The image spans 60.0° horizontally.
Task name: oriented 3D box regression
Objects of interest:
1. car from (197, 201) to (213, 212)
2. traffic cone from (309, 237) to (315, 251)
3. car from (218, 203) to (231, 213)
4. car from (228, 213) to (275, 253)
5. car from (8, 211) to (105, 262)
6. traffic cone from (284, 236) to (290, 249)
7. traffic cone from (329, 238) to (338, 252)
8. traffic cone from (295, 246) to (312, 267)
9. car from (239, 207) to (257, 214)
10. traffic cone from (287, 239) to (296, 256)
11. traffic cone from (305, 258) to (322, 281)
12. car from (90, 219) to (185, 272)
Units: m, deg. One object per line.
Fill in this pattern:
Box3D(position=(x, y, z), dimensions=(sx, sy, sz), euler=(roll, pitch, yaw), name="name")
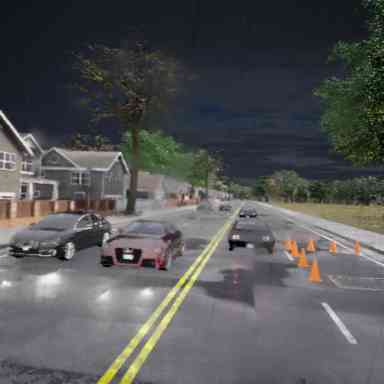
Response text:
Box3D(position=(2.067, 2.160, 52.986), dimensions=(2.097, 1.767, 4.553), euler=(2, -1, 10), name="car")
Box3D(position=(5.481, 2.375, 15.321), dimensions=(0.340, 0.580, 0.340), euler=(2, -1, 9), name="traffic cone")
Box3D(position=(5.162, 2.458, 51.846), dimensions=(2.033, 1.411, 5.357), euler=(2, -1, 10), name="car")
Box3D(position=(2.715, 1.915, 15.473), dimensions=(1.895, 1.301, 4.718), euler=(2, -1, 9), name="car")
Box3D(position=(-4.578, 1.495, 12.328), dimensions=(1.837, 1.490, 4.892), euler=(2, -1, 9), name="car")
Box3D(position=(4.495, 2.339, 15.482), dimensions=(0.340, 0.580, 0.340), euler=(2, -1, 9), name="traffic cone")
Box3D(position=(6.468, 2.411, 15.160), dimensions=(0.340, 0.580, 0.340), euler=(2, -1, 9), name="traffic cone")
Box3D(position=(3.854, 2.260, 11.534), dimensions=(0.340, 0.580, 0.340), euler=(2, -1, 9), name="traffic cone")
Box3D(position=(6.206, 2.343, 36.960), dimensions=(1.895, 1.301, 4.718), euler=(2, -1, 9), name="car")
Box3D(position=(4.174, 2.300, 13.508), dimensions=(0.340, 0.580, 0.340), euler=(2, -1, 9), name="traffic cone")
Box3D(position=(3.533, 2.221, 9.561), dimensions=(0.340, 0.580, 0.340), euler=(2, -1, 9), name="traffic cone")
Box3D(position=(-1.464, 1.659, 11.247), dimensions=(1.994, 1.385, 4.181), euler=(2, -1, 9), name="car")
